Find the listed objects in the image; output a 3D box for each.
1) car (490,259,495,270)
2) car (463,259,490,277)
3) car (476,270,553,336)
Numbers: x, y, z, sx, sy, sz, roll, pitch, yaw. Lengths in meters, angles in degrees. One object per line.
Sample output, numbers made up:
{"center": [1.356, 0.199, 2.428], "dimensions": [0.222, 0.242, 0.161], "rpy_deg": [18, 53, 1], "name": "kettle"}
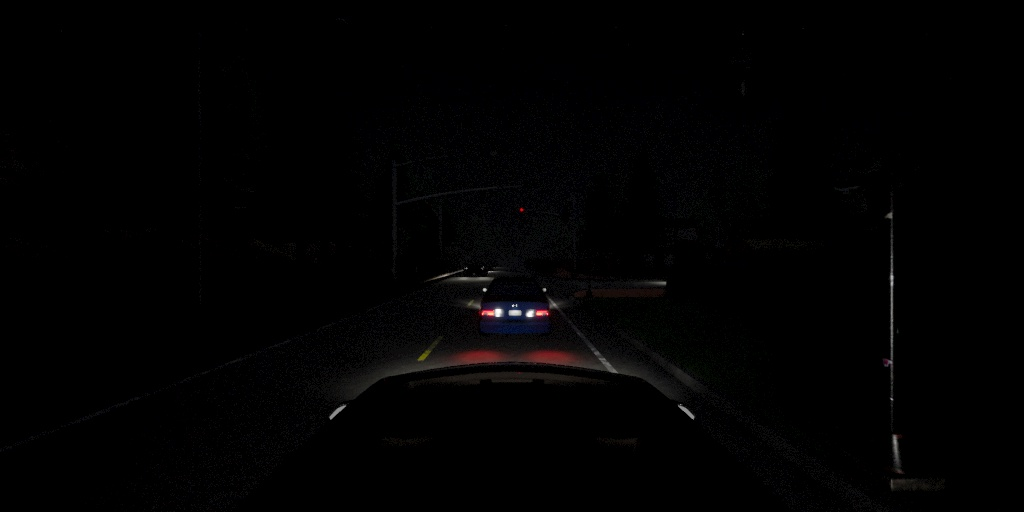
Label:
{"center": [-3.622, 1.275, 48.759], "dimensions": [1.812, 1.442, 4.674], "rpy_deg": [0, 0, 0], "name": "car"}
{"center": [-3.558, 1.101, 35.252], "dimensions": [2.097, 1.767, 4.553], "rpy_deg": [0, 0, -1], "name": "car"}
{"center": [0.075, 1.297, 10.393], "dimensions": [2.033, 1.411, 5.357], "rpy_deg": [0, 0, 0], "name": "car"}
